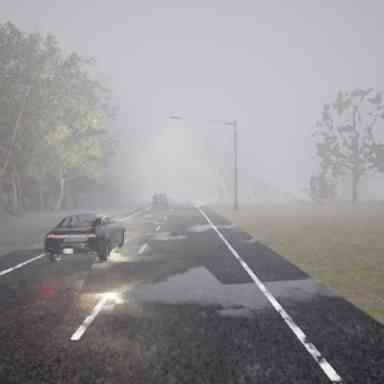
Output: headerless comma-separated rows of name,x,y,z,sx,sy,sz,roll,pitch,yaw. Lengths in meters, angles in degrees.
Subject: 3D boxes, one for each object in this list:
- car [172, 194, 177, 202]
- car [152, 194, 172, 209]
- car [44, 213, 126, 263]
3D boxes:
car,-4.830,1.584,73.183,1.895,1.301,4.718,-1,0,-1
car,-4.337,1.243,46.306,2.150,2.045,5.566,-1,0,-1
car,-3.702,1.530,12.243,2.128,1.511,4.902,-1,0,-1
